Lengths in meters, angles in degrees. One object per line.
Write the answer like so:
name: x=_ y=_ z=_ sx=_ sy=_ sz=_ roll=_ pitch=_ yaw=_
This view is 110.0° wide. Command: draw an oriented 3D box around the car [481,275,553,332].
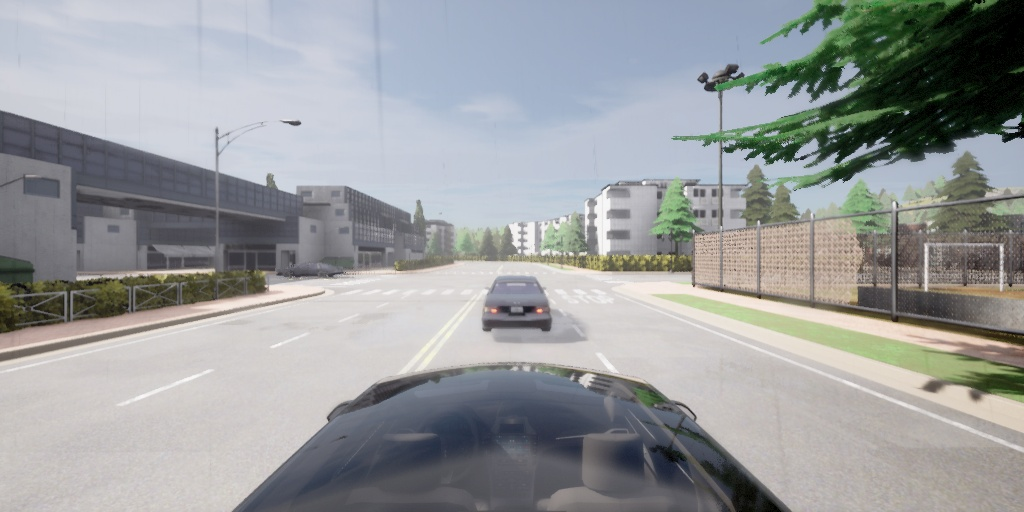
car: x=0.123 y=1.291 z=10.832 sx=2.033 sy=1.411 sz=5.357 roll=0 pitch=0 yaw=0

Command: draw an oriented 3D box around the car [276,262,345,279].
car: x=-17.884 y=1.276 z=31.998 sx=5.357 sy=1.411 sz=2.033 roll=0 pitch=0 yaw=-2
